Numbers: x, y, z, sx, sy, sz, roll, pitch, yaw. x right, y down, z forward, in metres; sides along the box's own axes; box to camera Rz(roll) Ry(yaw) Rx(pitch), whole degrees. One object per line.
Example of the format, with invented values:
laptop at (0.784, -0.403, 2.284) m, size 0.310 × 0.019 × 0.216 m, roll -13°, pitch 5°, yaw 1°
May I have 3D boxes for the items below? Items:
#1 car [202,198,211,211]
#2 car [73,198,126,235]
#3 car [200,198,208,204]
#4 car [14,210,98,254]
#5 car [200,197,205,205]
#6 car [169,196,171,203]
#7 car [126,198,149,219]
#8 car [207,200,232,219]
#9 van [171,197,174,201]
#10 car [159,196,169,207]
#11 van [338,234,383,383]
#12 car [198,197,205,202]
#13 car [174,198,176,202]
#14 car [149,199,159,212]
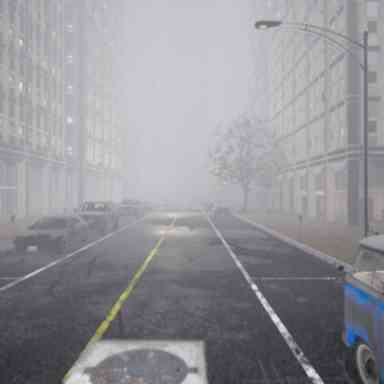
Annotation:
car at (2.719, 1.813, 42.513) m, size 2.008 × 1.369 × 4.403 m, roll 0°, pitch 0°, yaw 0°
car at (-5.679, 1.442, 19.733) m, size 2.192 × 1.841 × 5.009 m, roll 0°, pitch 0°, yaw 0°
car at (2.744, 1.988, 76.696) m, size 1.887 × 1.381 × 4.507 m, roll 0°, pitch 0°, yaw 0°
car at (-5.682, 1.658, 14.034) m, size 1.947 × 1.339 × 4.313 m, roll 0°, pitch 0°, yaw 0°
car at (2.727, 1.877, 53.907) m, size 2.008 × 1.369 × 4.403 m, roll 0°, pitch 0°, yaw 0°
car at (-5.644, 1.953, 65.307) m, size 1.947 × 1.339 × 4.313 m, roll 0°, pitch 0°, yaw 0°
car at (-5.671, 1.512, 31.127) m, size 2.192 × 1.841 × 5.009 m, roll 0°, pitch 0°, yaw 0°
car at (2.710, 1.746, 31.118) m, size 2.008 × 1.369 × 4.403 m, roll 0°, pitch 0°, yaw 0°
van at (-5.637, 1.786, 76.704) m, size 1.690 × 1.788 × 3.998 m, roll 0°, pitch 0°, yaw 0°
car at (-5.649, 1.882, 59.441) m, size 1.752 × 1.417 × 4.829 m, roll 0°, pitch 0°, yaw 0°
van at (2.689, 1.359, 2.636) m, size 1.690 × 1.788 × 3.998 m, roll 0°, pitch 0°, yaw 0°
car at (2.757, 2.049, 93.957) m, size 1.752 × 1.417 × 4.829 m, roll 0°, pitch 0°, yaw 0°
car at (-5.624, 2.075, 93.794) m, size 2.008 × 1.369 × 4.403 m, roll 0°, pitch 0°, yaw 0°
car at (-5.661, 1.846, 42.520) m, size 1.802 × 1.307 × 4.206 m, roll 0°, pitch 0°, yaw 0°
